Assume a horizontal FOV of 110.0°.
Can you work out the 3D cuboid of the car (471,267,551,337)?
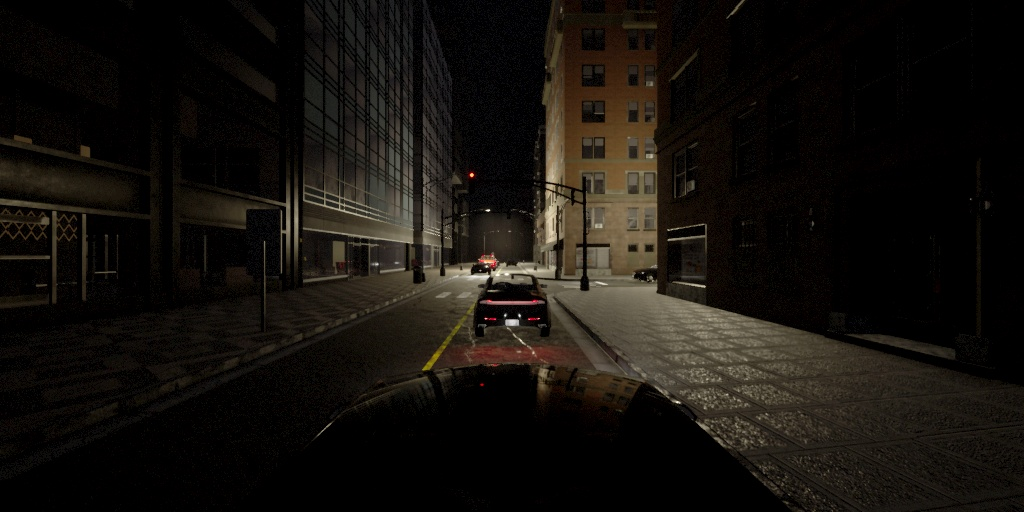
[{"bbox_3d":[0.016,1.240,10.256,2.128,1.511,4.902,0,0,0],"label":"car"}]

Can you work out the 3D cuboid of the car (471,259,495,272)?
[{"bbox_3d":[-3.210,1.290,38.129,1.994,1.385,4.181,0,0,0],"label":"car"}]

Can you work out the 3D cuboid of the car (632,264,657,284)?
[{"bbox_3d":[11.256,1.197,26.087,4.902,1.511,2.128,0,0,0],"label":"car"}]

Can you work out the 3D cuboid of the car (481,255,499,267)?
[{"bbox_3d":[-3.232,0.940,47.548,2.150,2.045,5.566,0,0,0],"label":"car"}]
